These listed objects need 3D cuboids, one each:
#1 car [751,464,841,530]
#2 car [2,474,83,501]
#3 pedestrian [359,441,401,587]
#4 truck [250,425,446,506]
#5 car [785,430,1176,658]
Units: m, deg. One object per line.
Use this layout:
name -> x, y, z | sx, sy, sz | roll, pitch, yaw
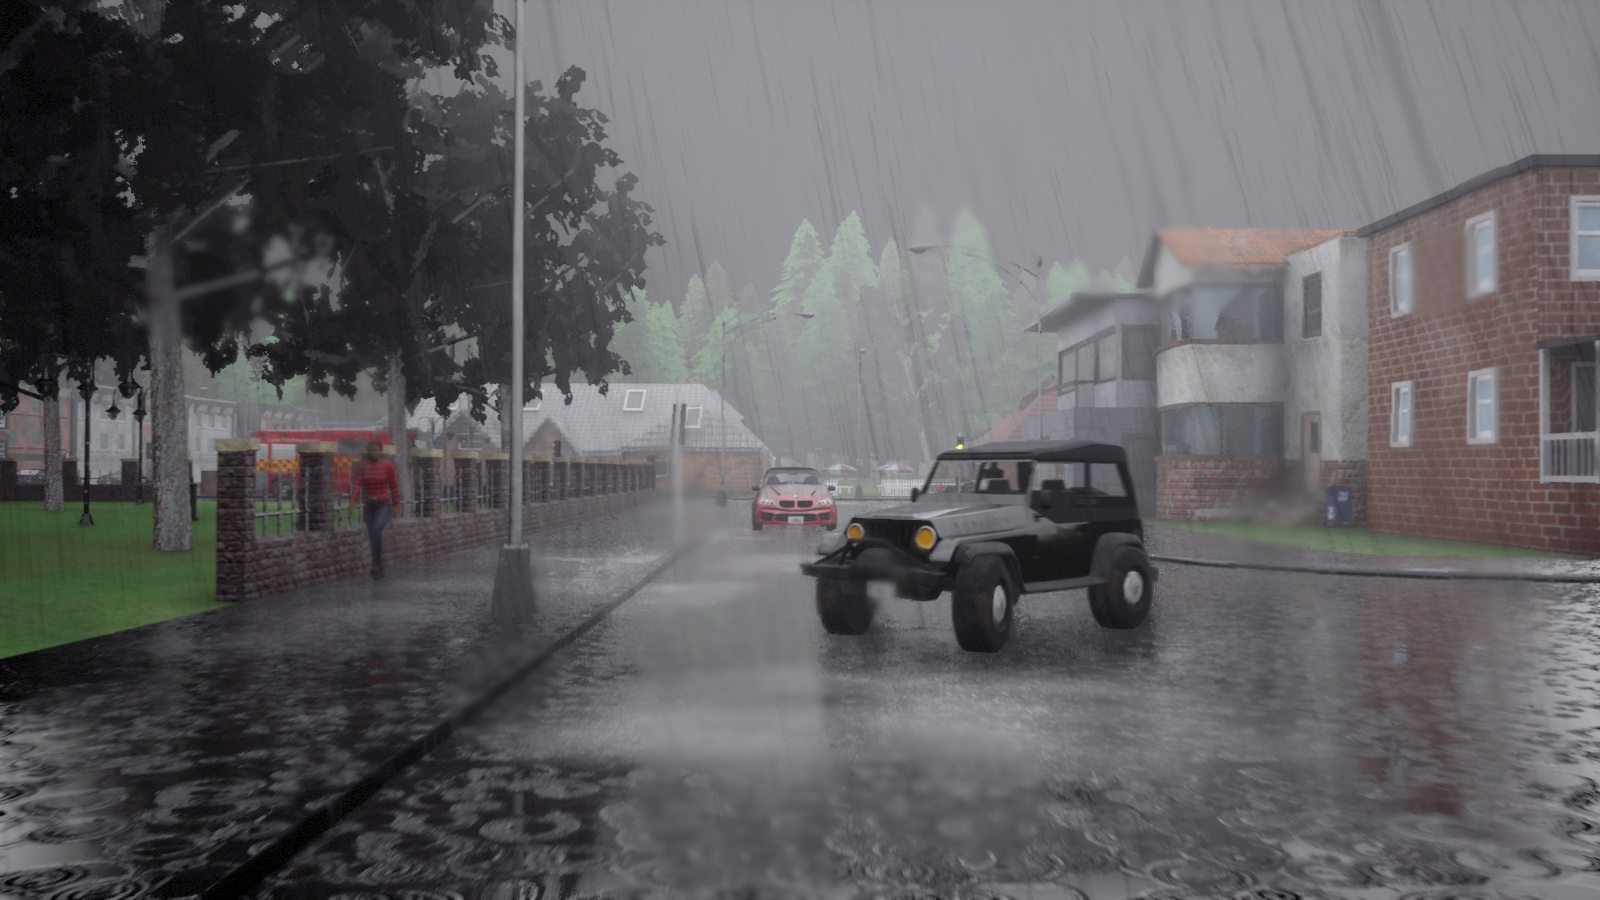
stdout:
car -> -0.186, 1.233, 34.261 | 2.242, 1.667, 4.611 | 0, -1, -3
car -> -45.628, 2.243, 75.790 | 1.882, 1.535, 5.008 | 0, -1, 0
pedestrian -> -5.418, 0.818, 16.229 | 0.331, 1.846, 0.636 | 0, -1, 0
truck -> -21.851, 0.759, 61.059 | 8.468, 3.827, 2.891 | 0, -1, -1
car -> 1.891, 0.811, 12.377 | 1.905, 1.878, 3.866 | -1, -2, 44
